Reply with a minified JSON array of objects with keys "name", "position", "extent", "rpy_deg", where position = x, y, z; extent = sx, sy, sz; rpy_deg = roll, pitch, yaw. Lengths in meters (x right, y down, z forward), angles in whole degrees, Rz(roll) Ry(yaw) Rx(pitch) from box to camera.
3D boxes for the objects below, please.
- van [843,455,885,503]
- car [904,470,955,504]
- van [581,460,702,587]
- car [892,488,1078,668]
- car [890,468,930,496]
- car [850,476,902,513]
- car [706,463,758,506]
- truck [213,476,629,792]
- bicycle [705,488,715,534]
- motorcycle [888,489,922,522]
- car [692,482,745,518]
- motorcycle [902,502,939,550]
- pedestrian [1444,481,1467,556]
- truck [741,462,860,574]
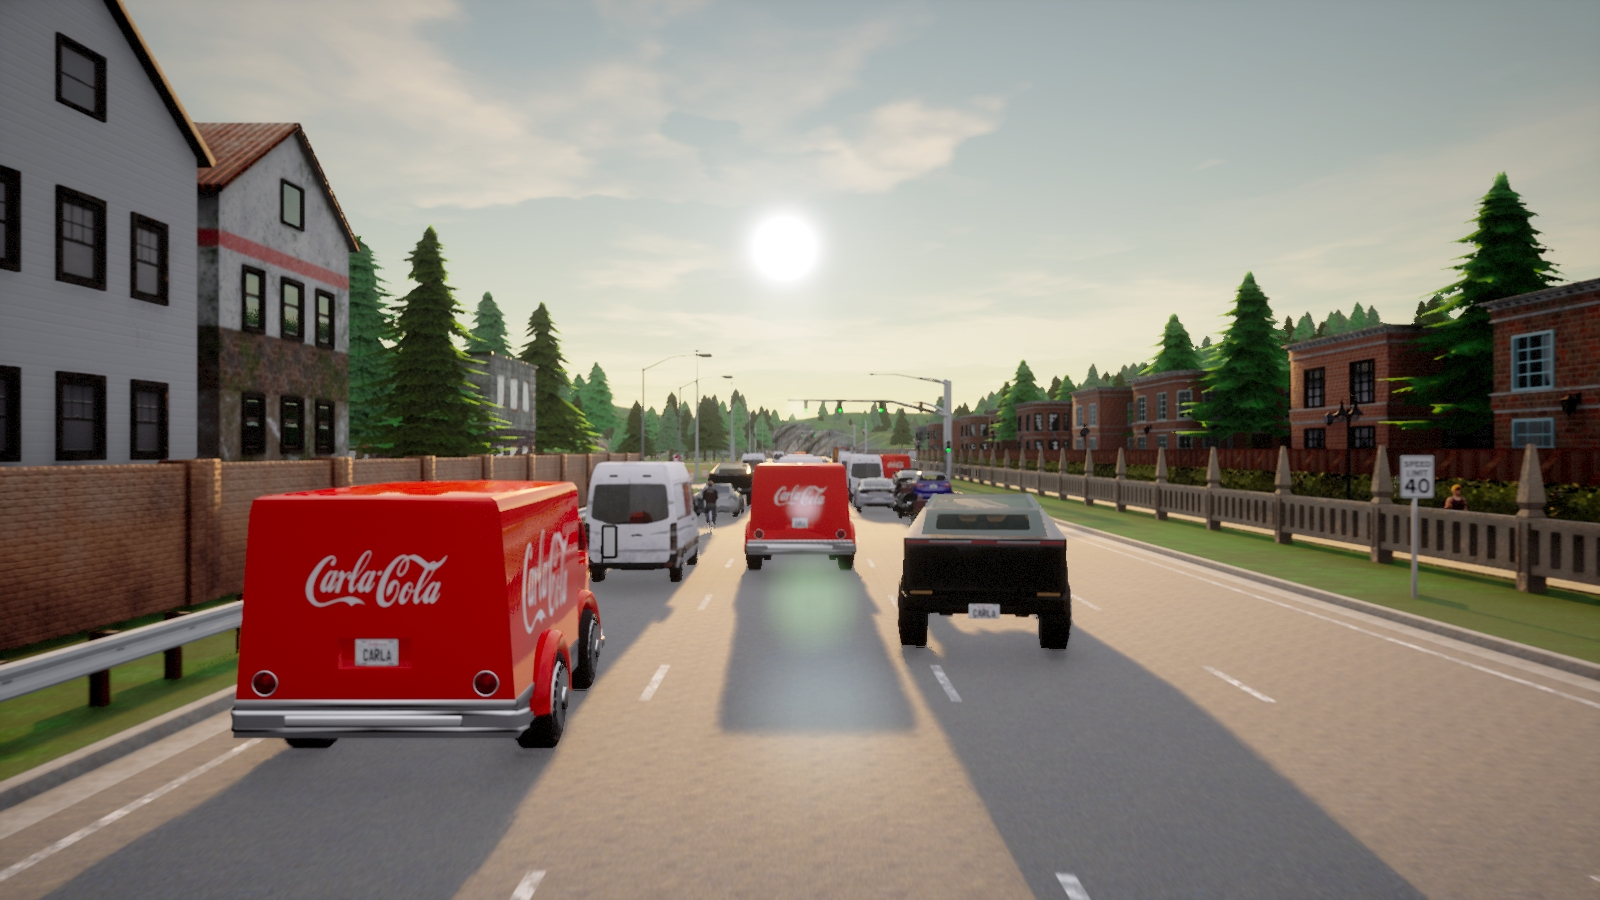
[{"name":"van","position":[3.513,1.543,63.724],"extent":[1.988,2.561,5.915],"rpy_deg":[0,0,0]},{"name":"car","position":[7.010,1.976,62.094],"extent":[2.242,1.667,4.611],"rpy_deg":[0,0,0]},{"name":"van","position":[-3.500,1.538,26.385],"extent":[1.988,2.561,5.915],"rpy_deg":[0,0,0]},{"name":"car","position":[2.864,1.757,17.996],"extent":[2.390,2.098,6.274],"rpy_deg":[0,0,8]},{"name":"car","position":[7.010,1.993,73.294],"extent":[2.097,1.638,5.238],"rpy_deg":[0,0,0]},{"name":"car","position":[3.507,2.042,53.460],"extent":[2.097,1.535,5.006],"rpy_deg":[0,0,0]},{"name":"car","position":[-3.490,1.762,59.976],"extent":[2.390,2.098,6.274],"rpy_deg":[0,0,0]},{"name":"truck","position":[-3.499,1.569,11.964],"extent":[2.627,2.467,5.204],"rpy_deg":[0,0,0]},{"name":"bicycle","position":[-3.052,2.066,38.906],"extent":[0.329,1.471,1.835],"rpy_deg":[0,0,-5]},{"name":"motorcycle","position":[4.185,2.212,45.835],"extent":[0.867,1.251,2.209],"rpy_deg":[0,0,-8]},{"name":"car","position":[-3.510,2.126,49.688],"extent":[1.994,1.385,4.181],"rpy_deg":[0,0,0]},{"name":"motorcycle","position":[3.505,2.210,33.413],"extent":[0.867,1.251,2.209],"rpy_deg":[0,0,0]},{"name":"pedestrian","position":[16.395,1.705,28.575],"extent":[0.375,1.860,0.375],"rpy_deg":[0,0,0]},{"name":"truck","position":[0.004,1.557,27.883],"extent":[2.627,2.467,5.204],"rpy_deg":[0,-1,0]}]
